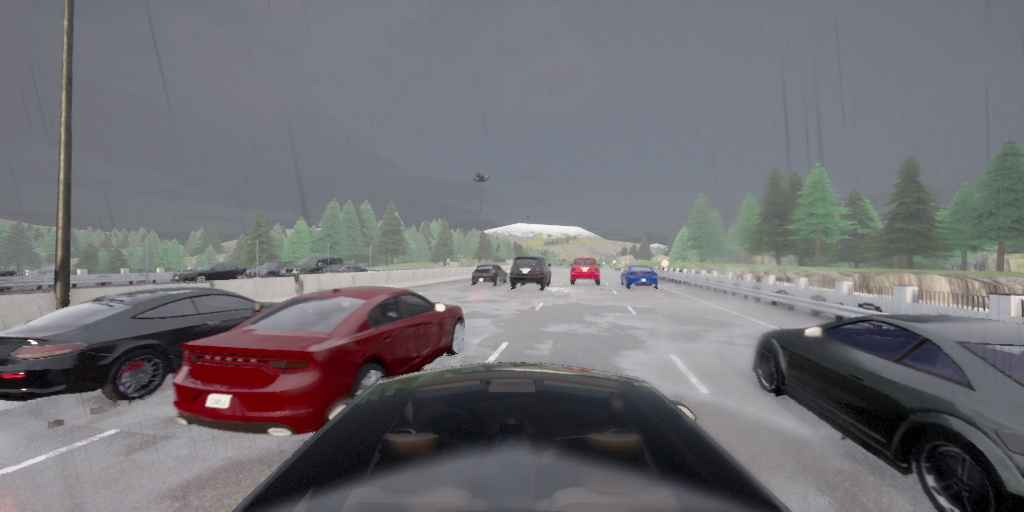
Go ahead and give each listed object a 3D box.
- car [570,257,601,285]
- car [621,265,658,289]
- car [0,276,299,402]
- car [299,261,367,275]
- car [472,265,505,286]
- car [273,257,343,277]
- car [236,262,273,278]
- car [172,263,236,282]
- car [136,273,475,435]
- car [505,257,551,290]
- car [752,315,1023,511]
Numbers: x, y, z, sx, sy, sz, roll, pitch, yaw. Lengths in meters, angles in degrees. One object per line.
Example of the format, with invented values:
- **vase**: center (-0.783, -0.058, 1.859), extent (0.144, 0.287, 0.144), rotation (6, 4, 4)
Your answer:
- **car**: center (5.787, 1.149, 28.354), extent (2.150, 2.045, 5.566), rotation (0, -1, 12)
- **car**: center (8.556, 1.358, 24.362), extent (1.882, 1.535, 5.008), rotation (0, -1, 11)
- **car**: center (-5.759, 1.276, 6.404), extent (1.812, 1.442, 4.674), rotation (0, 0, 11)
- **car**: center (-12.660, 1.343, 26.391), extent (2.128, 1.511, 4.902), rotation (0, -1, 11)
- **car**: center (-1.618, 1.391, 27.029), extent (1.837, 1.490, 4.892), rotation (0, -1, 11)
- **car**: center (-15.750, 1.092, 28.783), extent (2.150, 2.045, 5.566), rotation (0, -1, 11)
- **car**: center (-19.238, 1.219, 29.189), extent (2.097, 1.767, 4.553), rotation (0, -1, 11)
- **car**: center (-23.107, 1.320, 27.699), extent (1.882, 1.535, 5.008), rotation (0, -1, 11)
- **car**: center (-2.302, 1.229, 5.838), extent (1.882, 1.535, 5.008), rotation (0, 0, 11)
- **car**: center (1.320, 1.079, 23.892), extent (2.150, 2.045, 5.566), rotation (0, -1, 11)
- **car**: center (4.432, 1.315, 3.818), extent (1.994, 1.385, 4.181), rotation (0, 0, 11)
